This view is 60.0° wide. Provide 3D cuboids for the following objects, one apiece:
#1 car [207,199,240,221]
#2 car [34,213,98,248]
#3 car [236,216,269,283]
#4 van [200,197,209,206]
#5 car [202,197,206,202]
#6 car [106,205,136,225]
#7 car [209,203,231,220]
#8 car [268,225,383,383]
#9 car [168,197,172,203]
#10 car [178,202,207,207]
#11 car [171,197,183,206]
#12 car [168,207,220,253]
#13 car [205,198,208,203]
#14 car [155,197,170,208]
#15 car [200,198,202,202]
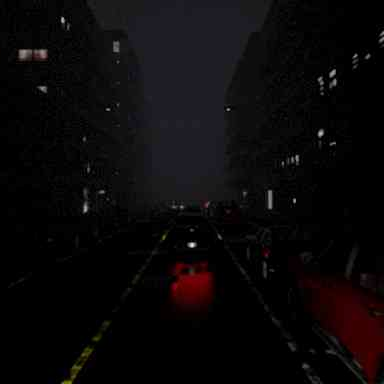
[{"bbox_3d":[2.684,1.575,26.881,2.192,1.841,5.009,-1,-1,0],"label":"car"},{"bbox_3d":[-5.696,1.692,15.514,1.887,1.381,4.507,-1,-1,0],"label":"car"},{"bbox_3d":[2.683,1.644,9.825,2.008,1.369,4.403,-1,-1,0],"label":"car"},{"bbox_3d":[2.697,2.070,72.355,1.690,1.788,3.998,-1,-1,0],"label":"van"},{"bbox_3d":[3.128,1.888,53.970,2.097,1.767,4.553,0,-1,0],"label":"car"},{"bbox_3d":[-5.693,1.805,26.884,1.887,1.381,4.507,-1,-1,0],"label":"car"},{"bbox_3d":[2.689,1.844,32.732,1.752,1.417,4.829,-1,-1,0],"label":"car"},{"bbox_3d":[2.679,1.355,4.142,2.192,1.841,5.009,-1,-1,0],"label":"car"},{"bbox_3d":[-5.682,2.234,66.674,1.947,1.339,4.313,-1,-1,0],"label":"car"},{"bbox_3d":[0.014,1.849,29.325,1.994,1.385,4.181,0,-1,0],"label":"car"},{"bbox_3d":[-2.980,2.077,71.802,2.097,1.767,4.553,0,-1,0],"label":"car"},{"bbox_3d":[0.010,1.644,14.295,1.837,1.490,4.892,0,0,0],"label":"car"},{"bbox_3d":[3.159,1.967,46.998,1.837,1.490,4.892,0,-1,0],"label":"car"},{"bbox_3d":[-5.683,2.174,60.990,1.947,1.339,4.313,-1,-1,0],"label":"car"},{"bbox_3d":[2.698,2.195,66.839,1.752,1.417,4.829,-1,-1,0],"label":"car"}]
